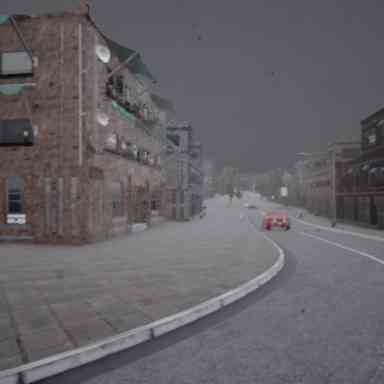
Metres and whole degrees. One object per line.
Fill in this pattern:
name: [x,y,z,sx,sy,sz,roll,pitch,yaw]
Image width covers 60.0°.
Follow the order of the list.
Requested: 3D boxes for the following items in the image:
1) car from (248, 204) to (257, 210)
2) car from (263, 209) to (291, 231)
car: [13.675,3.297,74.844,1.895,1.301,4.718,-1,1,7]
car: [8.267,2.678,32.770,2.150,2.045,5.566,-1,-4,7]
